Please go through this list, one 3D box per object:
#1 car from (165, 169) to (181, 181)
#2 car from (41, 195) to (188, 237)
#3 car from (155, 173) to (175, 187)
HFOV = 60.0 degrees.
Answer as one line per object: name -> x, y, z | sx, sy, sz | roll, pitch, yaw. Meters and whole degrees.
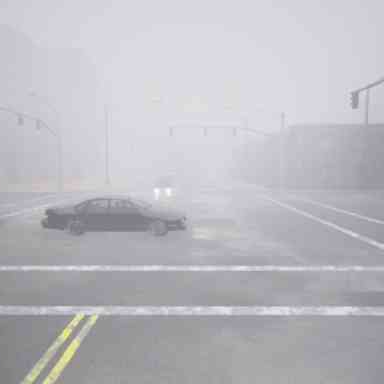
car -> -3.508, -2.926, 57.966 | 2.150, 2.045, 5.566 | 0, 4, 0
car -> -2.853, 0.861, 12.784 | 5.357, 1.411, 2.033 | 0, 4, 1
car -> -3.553, -1.313, 41.847 | 1.895, 1.301, 4.718 | 0, 4, 0
